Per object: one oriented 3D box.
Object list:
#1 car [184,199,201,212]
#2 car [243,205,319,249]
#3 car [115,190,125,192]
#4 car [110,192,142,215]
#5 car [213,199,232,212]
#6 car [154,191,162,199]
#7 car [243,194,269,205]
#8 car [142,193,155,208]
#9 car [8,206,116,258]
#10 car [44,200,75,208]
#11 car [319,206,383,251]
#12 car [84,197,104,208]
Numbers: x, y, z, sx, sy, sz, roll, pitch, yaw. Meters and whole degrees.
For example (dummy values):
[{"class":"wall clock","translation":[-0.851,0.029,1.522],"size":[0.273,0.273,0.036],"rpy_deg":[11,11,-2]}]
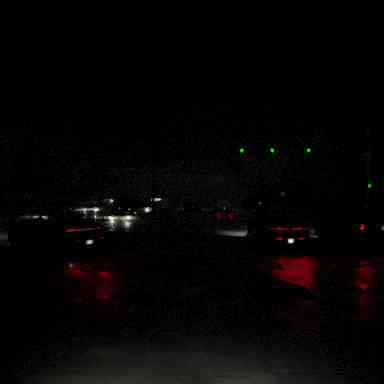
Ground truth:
[{"class":"car","translation":[0.101,1.520,39.776],"size":[1.882,1.535,5.008],"rpy_deg":[0,0,0]},{"class":"car","translation":[3.601,1.524,14.536],"size":[1.837,1.490,4.892],"rpy_deg":[0,0,0]},{"class":"car","translation":[-13.940,0.372,64.010],"size":[1.837,1.490,4.892],"rpy_deg":[0,6,1]},{"class":"car","translation":[-7.086,1.260,35.450],"size":[2.150,2.045,5.566],"rpy_deg":[0,0,0]},{"class":"car","translation":[3.587,1.568,39.268],"size":[1.812,1.442,4.674],"rpy_deg":[0,0,0]},{"class":"car","translation":[-6.951,0.445,63.868],"size":[1.994,1.385,4.181],"rpy_deg":[0,6,1]},{"class":"car","translation":[7.102,1.263,37.338],"size":[2.150,2.045,5.566],"rpy_deg":[0,0,0]},{"class":"car","translation":[-7.063,1.381,48.646],"size":[1.882,1.535,5.008],"rpy_deg":[0,3,0]},{"class":"car","translation":[-5.397,1.508,12.991],"size":[4.902,1.511,2.128],"rpy_deg":[0,-1,40]},{"class":"car","translation":[-14.091,1.590,35.052],"size":[2.033,1.411,5.357],"rpy_deg":[0,0,0]},{"class":"car","translation":[7.099,1.371,14.390],"size":[2.097,1.767,4.553],"rpy_deg":[0,0,0]},{"class":"car","translation":[-14.066,1.452,47.984],"size":[1.812,1.442,4.674],"rpy_deg":[0,2,0]}]
